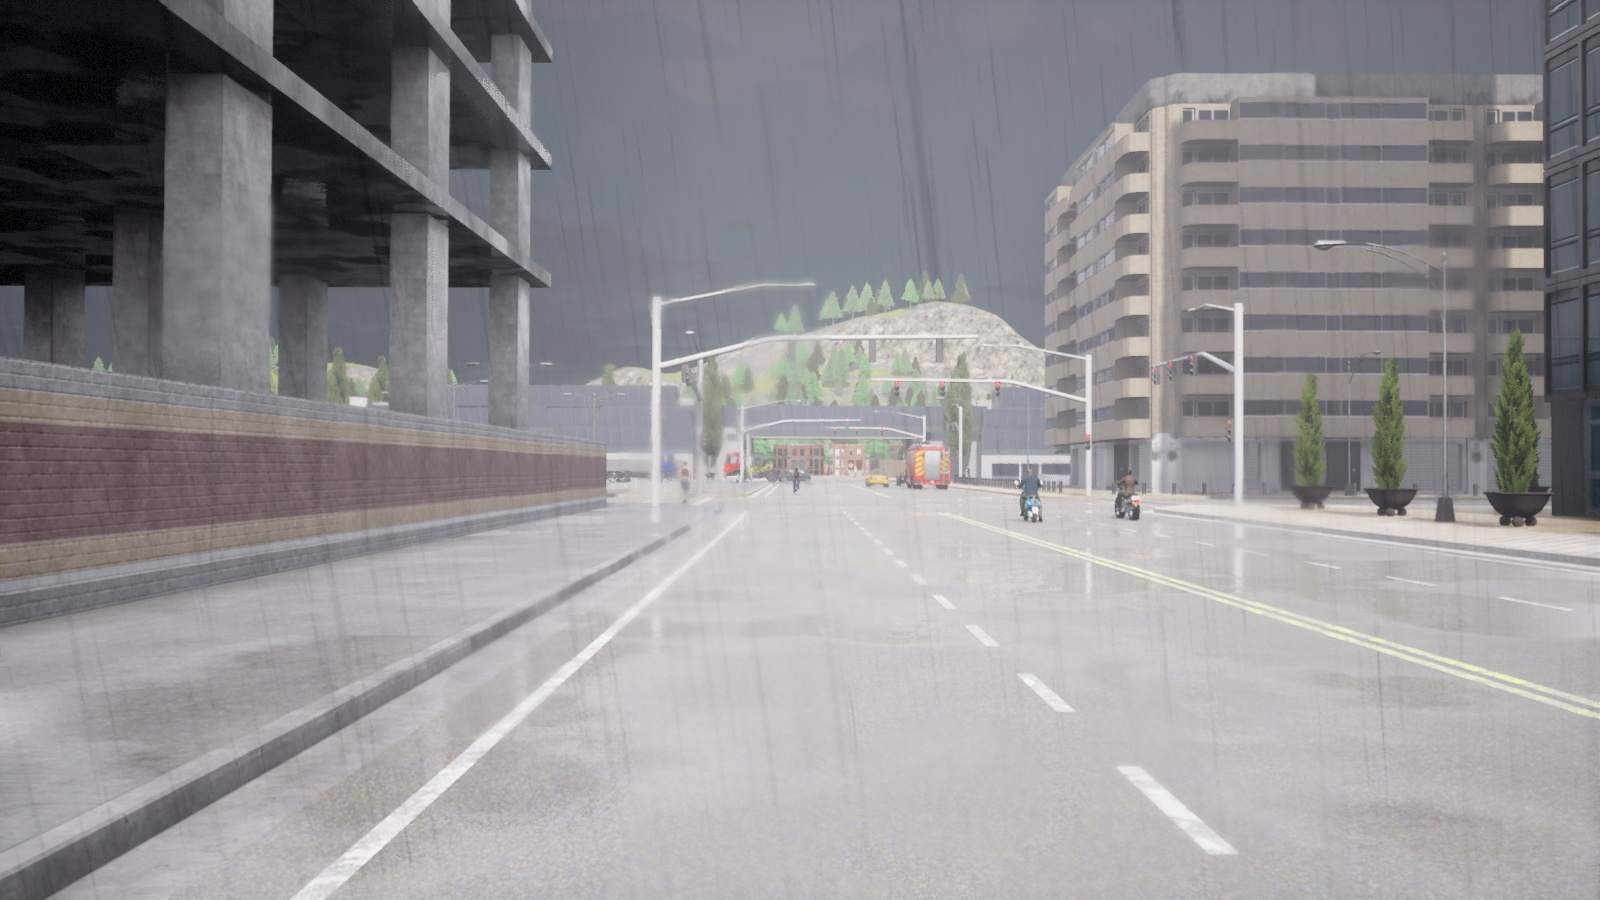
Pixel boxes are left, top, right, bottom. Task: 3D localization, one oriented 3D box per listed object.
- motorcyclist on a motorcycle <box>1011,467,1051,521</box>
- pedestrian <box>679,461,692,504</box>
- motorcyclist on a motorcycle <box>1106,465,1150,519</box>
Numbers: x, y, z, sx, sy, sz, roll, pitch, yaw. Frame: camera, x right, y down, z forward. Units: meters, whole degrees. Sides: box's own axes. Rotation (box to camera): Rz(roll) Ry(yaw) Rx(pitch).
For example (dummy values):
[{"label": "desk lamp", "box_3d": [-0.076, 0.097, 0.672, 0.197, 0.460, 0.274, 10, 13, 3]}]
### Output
[{"label": "motorcyclist on a motorcycle", "box_3d": [6.902, 1.303, 37.620, 0.866, 1.590, 1.817, 0, -1, 0]}, {"label": "pedestrian", "box_3d": [-4.877, 1.376, 53.578, 0.345, 1.836, 0.594, 0, -1, 16]}, {"label": "motorcyclist on a motorcycle", "box_3d": [10.396, 1.321, 39.916, 0.766, 1.649, 2.350, 0, -1, 0]}]
